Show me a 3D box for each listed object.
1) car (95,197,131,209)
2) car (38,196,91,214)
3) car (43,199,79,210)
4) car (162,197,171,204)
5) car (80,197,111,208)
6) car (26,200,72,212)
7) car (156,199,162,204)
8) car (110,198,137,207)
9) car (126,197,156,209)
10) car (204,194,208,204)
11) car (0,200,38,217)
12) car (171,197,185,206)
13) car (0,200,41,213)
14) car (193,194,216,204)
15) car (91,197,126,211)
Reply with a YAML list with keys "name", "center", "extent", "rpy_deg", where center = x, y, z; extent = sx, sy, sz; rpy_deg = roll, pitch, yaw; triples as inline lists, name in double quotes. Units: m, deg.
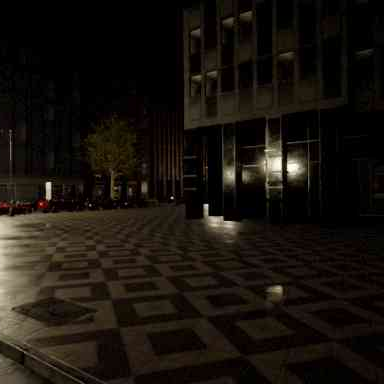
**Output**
- name: "car"
  center: [-11.455, 1.535, 48.512]
  extent: [2.128, 1.511, 4.902]
  rpy_deg: [-1, 0, 35]
- name: "car"
  center: [-13.702, 1.319, 35.172]
  extent: [2.192, 1.841, 5.009]
  rpy_deg: [-1, 0, 35]
- name: "car"
  center: [-17.488, 1.678, 44.666]
  extent: [1.802, 1.307, 4.206]
  rpy_deg: [-1, 0, 35]
- name: "car"
  center: [-4.632, 1.611, 63.202]
  extent: [1.947, 1.339, 4.313]
  rpy_deg: [-1, 0, 35]
- name: "car"
  center: [-14.276, 1.521, 49.300]
  extent: [1.967, 1.590, 4.097]
  rpy_deg: [-1, 0, 35]
- name: "car"
  center: [-17.210, 1.672, 40.240]
  extent: [1.895, 1.301, 4.718]
  rpy_deg: [-1, 0, 35]
- name: "car"
  center: [-7.943, 1.581, 58.427]
  extent: [1.752, 1.417, 4.829]
  rpy_deg: [-1, 0, 35]
- name: "car"
  center: [-11.060, 1.650, 53.934]
  extent: [1.802, 1.307, 4.206]
  rpy_deg: [-1, 0, 35]
- name: "car"
  center: [-7.273, 1.538, 44.437]
  extent: [1.947, 1.339, 4.313]
  rpy_deg: [-1, 0, 35]
- name: "car"
  center: [2.366, 1.252, 58.339]
  extent: [2.192, 1.841, 5.009]
  rpy_deg: [-1, 0, 35]
- name: "car"
  center: [-16.914, 1.605, 30.538]
  extent: [1.802, 1.307, 4.206]
  rpy_deg: [-1, 0, 35]
- name: "car"
  center: [-0.846, 1.492, 53.704]
  extent: [1.887, 1.381, 4.507]
  rpy_deg: [-1, 0, 35]
- name: "car"
  center: [-20.702, 1.679, 40.032]
  extent: [1.947, 1.339, 4.313]
  rpy_deg: [-1, 0, 35]
- name: "car"
  center: [2.452, 1.315, 62.986]
  extent: [2.097, 1.767, 4.553]
  rpy_deg: [-1, 0, 35]
- name: "car"
  center: [-10.486, 1.553, 39.804]
  extent: [1.947, 1.339, 4.313]
  rpy_deg: [-1, 0, 35]
